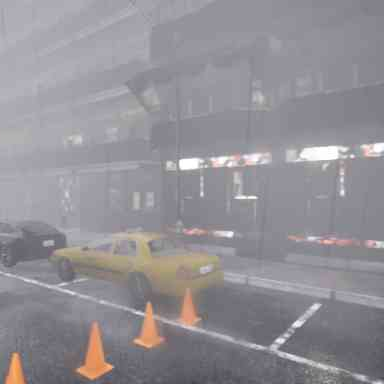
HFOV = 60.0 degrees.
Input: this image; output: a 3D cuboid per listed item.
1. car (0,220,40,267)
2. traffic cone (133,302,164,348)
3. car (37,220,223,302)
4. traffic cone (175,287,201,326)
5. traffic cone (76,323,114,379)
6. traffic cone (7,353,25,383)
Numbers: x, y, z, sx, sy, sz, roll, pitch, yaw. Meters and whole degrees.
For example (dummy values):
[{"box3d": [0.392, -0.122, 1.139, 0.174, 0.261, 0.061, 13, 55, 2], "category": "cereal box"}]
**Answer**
[{"box3d": [-6.050, 1.600, 11.365, 4.313, 1.339, 1.947, 0, -1, 36], "category": "car"}, {"box3d": [-0.656, 1.974, 5.057, 0.340, 0.580, 0.340, 0, 0, 36], "category": "traffic cone"}, {"box3d": [-1.594, 1.554, 8.165, 4.829, 1.417, 1.752, 0, -1, 36], "category": "car"}, {"box3d": [-0.073, 1.978, 5.869, 0.340, 0.580, 0.340, 0, 0, 36], "category": "traffic cone"}, {"box3d": [-1.239, 1.970, 4.245, 0.340, 0.580, 0.340, 0, 0, 36], "category": "traffic cone"}, {"box3d": [-1.823, 1.967, 3.433, 0.340, 0.580, 0.340, 0, 0, 36], "category": "traffic cone"}]
